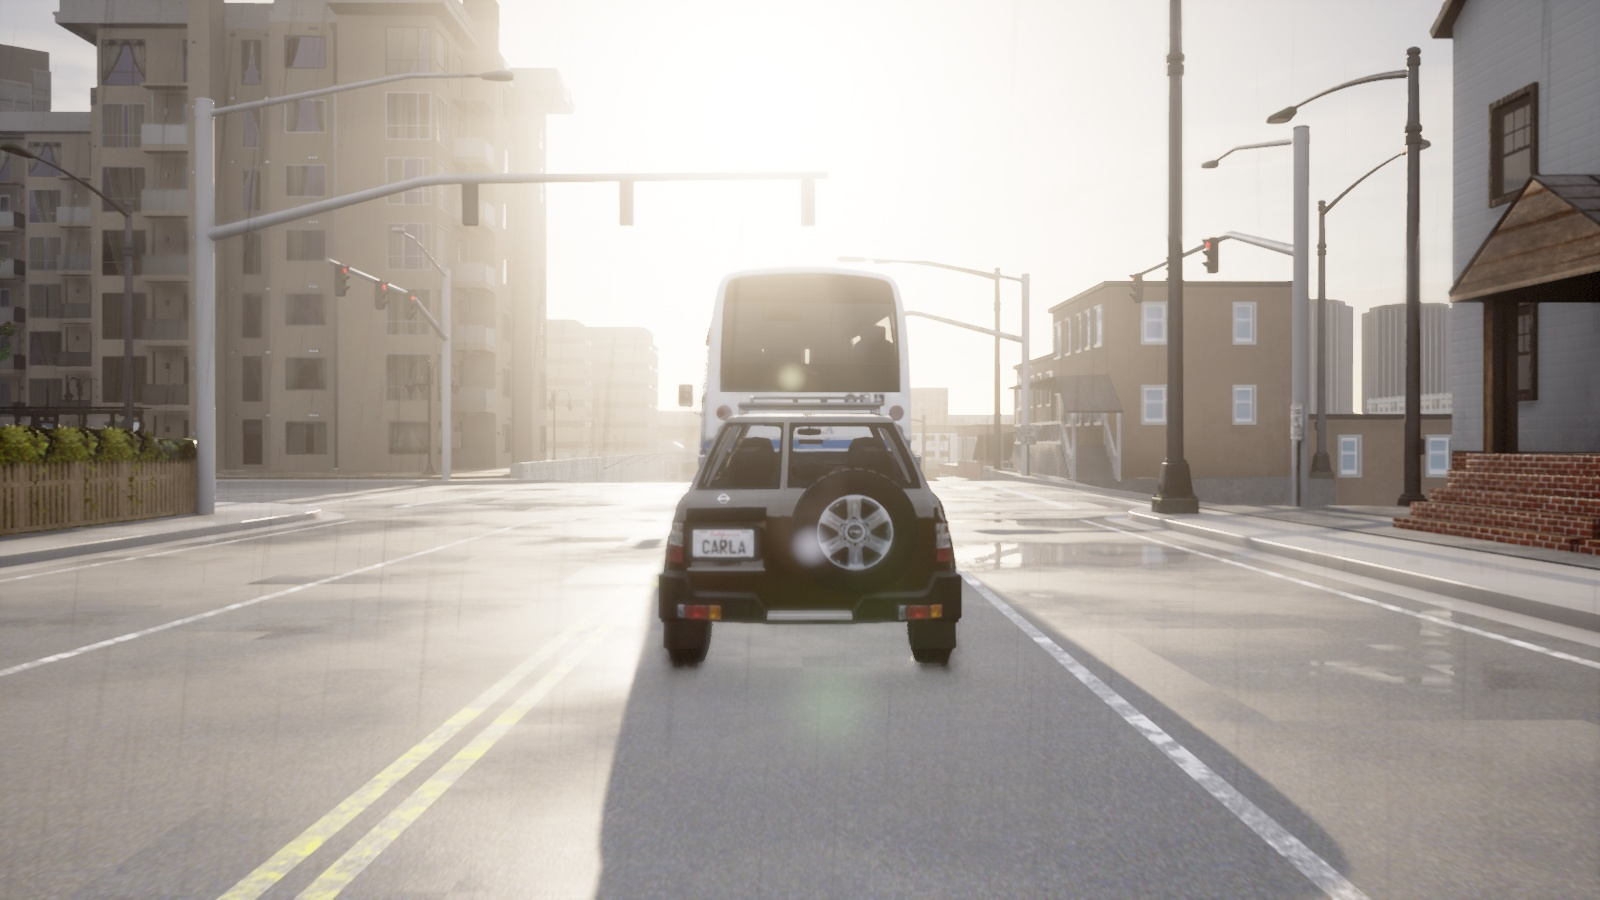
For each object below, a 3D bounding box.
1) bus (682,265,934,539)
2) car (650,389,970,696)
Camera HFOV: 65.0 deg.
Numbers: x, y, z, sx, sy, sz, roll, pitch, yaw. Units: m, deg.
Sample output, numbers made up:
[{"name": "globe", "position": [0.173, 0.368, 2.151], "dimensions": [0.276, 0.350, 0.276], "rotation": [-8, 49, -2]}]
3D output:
[{"name": "bus", "position": [-0.329, -0.758, 24.735], "dimensions": [3.944, 4.253, 10.273], "rotation": [0, 0, -5]}, {"name": "car", "position": [0.074, 0.513, 9.882], "dimensions": [1.932, 1.855, 4.605], "rotation": [0, 1, 0]}]
